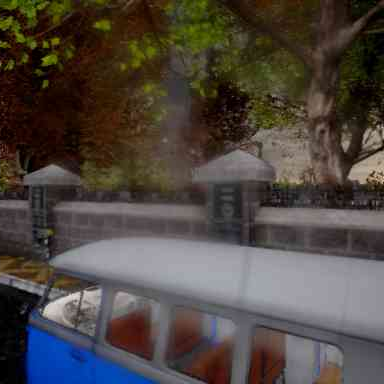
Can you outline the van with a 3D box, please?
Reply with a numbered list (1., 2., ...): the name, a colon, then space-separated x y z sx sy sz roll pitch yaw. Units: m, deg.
1. van: 0.379 1.340 2.448 3.998 1.788 1.690 0 0 35
